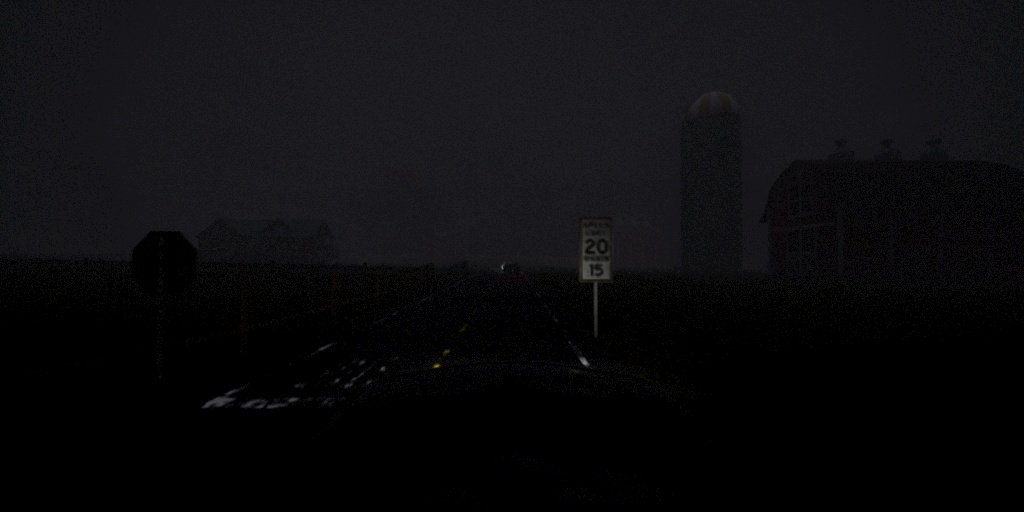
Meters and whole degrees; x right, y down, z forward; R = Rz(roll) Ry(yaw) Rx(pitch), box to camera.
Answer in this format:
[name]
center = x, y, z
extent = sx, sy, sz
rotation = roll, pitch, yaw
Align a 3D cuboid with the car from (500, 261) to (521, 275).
[car]
center = -0.049, 1.343, 40.452
extent = 2.128, 1.511, 4.902
rotation = 0, 0, -2
